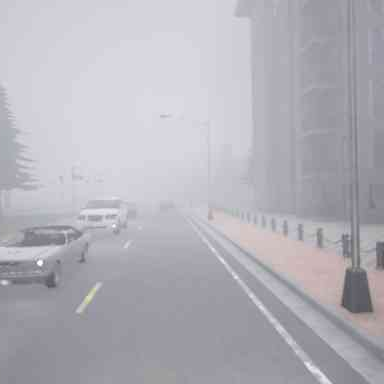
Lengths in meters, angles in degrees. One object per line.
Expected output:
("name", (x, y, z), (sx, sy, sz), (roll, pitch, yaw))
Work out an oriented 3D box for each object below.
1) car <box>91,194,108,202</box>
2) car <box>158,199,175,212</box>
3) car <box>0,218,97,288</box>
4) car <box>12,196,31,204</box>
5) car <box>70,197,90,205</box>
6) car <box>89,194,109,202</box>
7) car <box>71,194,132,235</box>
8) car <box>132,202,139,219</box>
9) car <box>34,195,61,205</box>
("car", (-24.808, 1.558, 89.291), (3.866, 1.878, 1.905), (-1, 0, -5))
("car", (-2.965, 1.535, 39.309), (1.882, 1.535, 5.008), (-1, 0, -5))
("car", (-4.279, 1.680, 9.493), (1.895, 1.301, 4.718), (-1, 0, -5))
("car", (-42.357, 2.125, 81.340), (3.633, 1.501, 1.845), (-1, 0, -5))
("car", (-22.804, 1.816, 67.893), (3.633, 1.501, 1.845), (-1, 0, -5))
("car", (-24.164, 1.567, 86.428), (4.605, 1.855, 1.932), (-1, 0, -5))
("car", (-5.103, 1.317, 19.586), (2.150, 2.045, 5.566), (-1, 0, -4))
("car", (-5.912, 1.589, 29.991), (1.882, 1.535, 5.008), (-1, 0, -5))
("car", (-30.439, 1.968, 70.268), (3.806, 1.475, 1.970), (-1, 0, -5))
